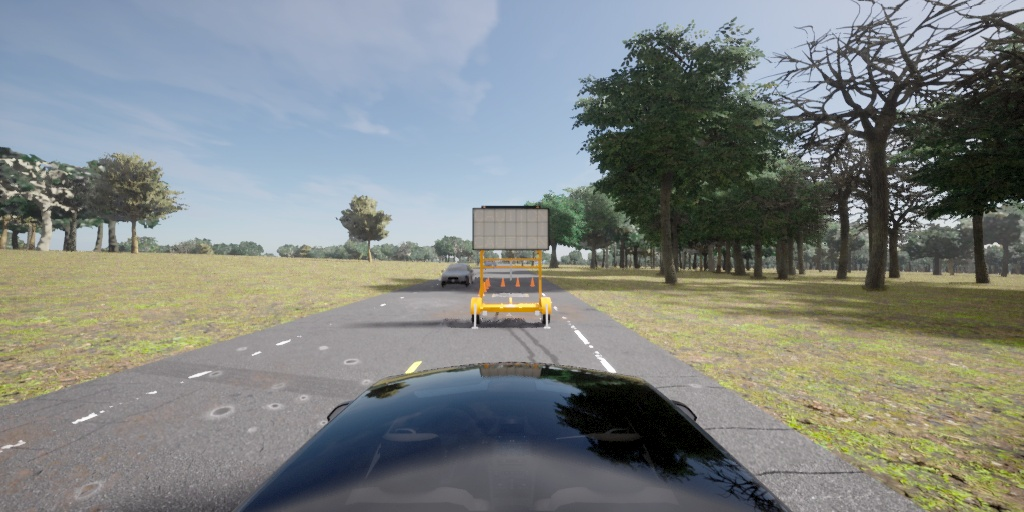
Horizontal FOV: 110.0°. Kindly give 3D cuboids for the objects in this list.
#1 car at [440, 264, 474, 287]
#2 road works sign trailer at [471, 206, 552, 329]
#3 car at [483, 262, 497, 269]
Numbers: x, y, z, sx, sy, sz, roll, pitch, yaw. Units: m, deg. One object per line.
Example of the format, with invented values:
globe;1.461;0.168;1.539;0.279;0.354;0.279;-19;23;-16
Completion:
car;-3.738;1.316;25.055;1.837;1.490;4.892;0;0;-1
road works sign trailer;-0.035;0.226;11.313;2.380;3.560;2.880;0;0;0
car;-4.244;1.723;65.340;1.994;1.385;4.181;0;-1;-1
